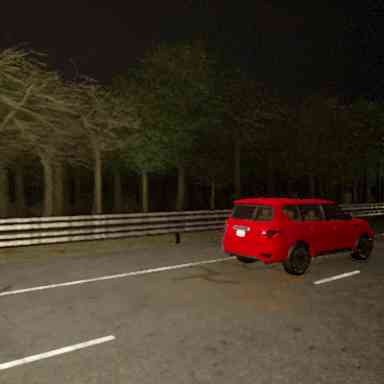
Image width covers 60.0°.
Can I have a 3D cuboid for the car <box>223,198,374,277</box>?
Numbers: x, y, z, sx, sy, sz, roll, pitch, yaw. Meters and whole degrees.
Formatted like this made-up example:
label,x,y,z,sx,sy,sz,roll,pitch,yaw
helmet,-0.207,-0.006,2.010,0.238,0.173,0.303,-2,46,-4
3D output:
label,x,y,z,sx,sy,sz,roll,pitch,yaw
car,3.504,1.214,10.542,5.566,2.045,2.150,0,0,-35
